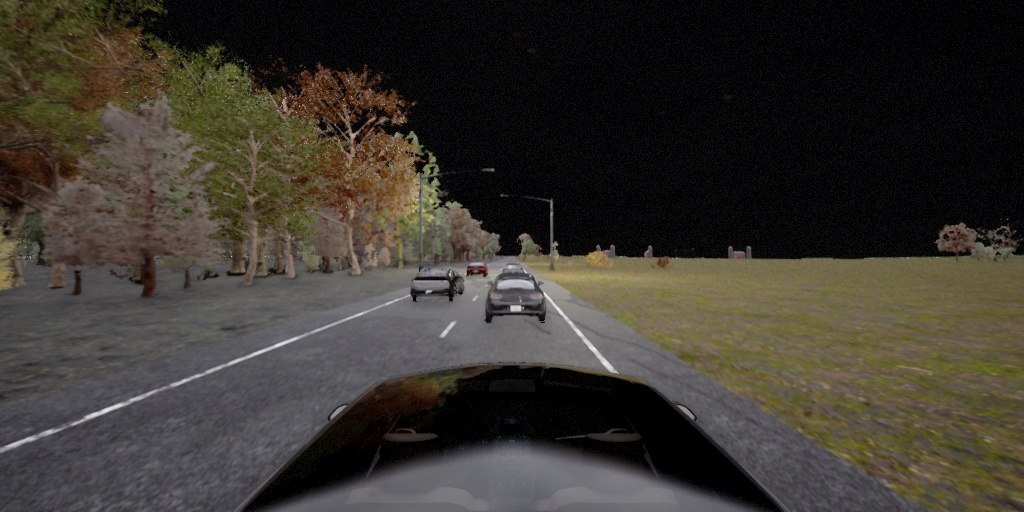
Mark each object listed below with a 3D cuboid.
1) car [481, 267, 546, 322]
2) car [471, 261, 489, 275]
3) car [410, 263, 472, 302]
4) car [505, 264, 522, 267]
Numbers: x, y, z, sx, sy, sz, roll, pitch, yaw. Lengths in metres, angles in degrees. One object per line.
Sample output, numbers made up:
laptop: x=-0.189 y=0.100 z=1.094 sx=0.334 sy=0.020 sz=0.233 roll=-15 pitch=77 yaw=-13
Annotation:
car: x=0.111 y=1.288 z=12.235 sx=1.812 sy=1.442 sz=4.674 roll=0 pitch=0 yaw=0
car: x=-3.403 y=1.276 z=36.041 sx=1.882 sy=1.535 sz=5.008 roll=0 pitch=0 yaw=0
car: x=-3.399 y=1.262 z=17.057 sx=2.128 sy=1.511 sz=4.902 roll=0 pitch=0 yaw=0
car: x=0.089 y=1.338 z=30.226 sx=2.033 sy=1.411 sz=5.357 roll=0 pitch=0 yaw=0
